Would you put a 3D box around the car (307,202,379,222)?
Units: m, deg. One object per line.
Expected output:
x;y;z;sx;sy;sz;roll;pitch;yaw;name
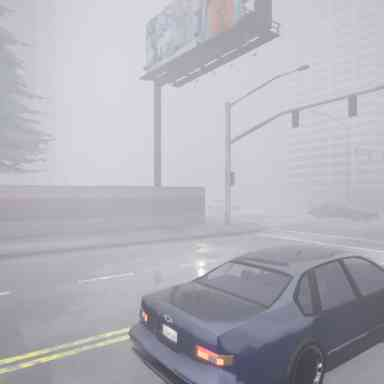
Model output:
12.016;1.547;26.897;2.033;1.411;5.357;0;0;-35;car

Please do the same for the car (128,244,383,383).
1.779;1.547;5.033;5.357;1.411;2.033;0;0;-37;car

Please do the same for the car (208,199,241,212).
3.678;1.526;38.770;1.812;1.442;4.674;0;0;-35;car
